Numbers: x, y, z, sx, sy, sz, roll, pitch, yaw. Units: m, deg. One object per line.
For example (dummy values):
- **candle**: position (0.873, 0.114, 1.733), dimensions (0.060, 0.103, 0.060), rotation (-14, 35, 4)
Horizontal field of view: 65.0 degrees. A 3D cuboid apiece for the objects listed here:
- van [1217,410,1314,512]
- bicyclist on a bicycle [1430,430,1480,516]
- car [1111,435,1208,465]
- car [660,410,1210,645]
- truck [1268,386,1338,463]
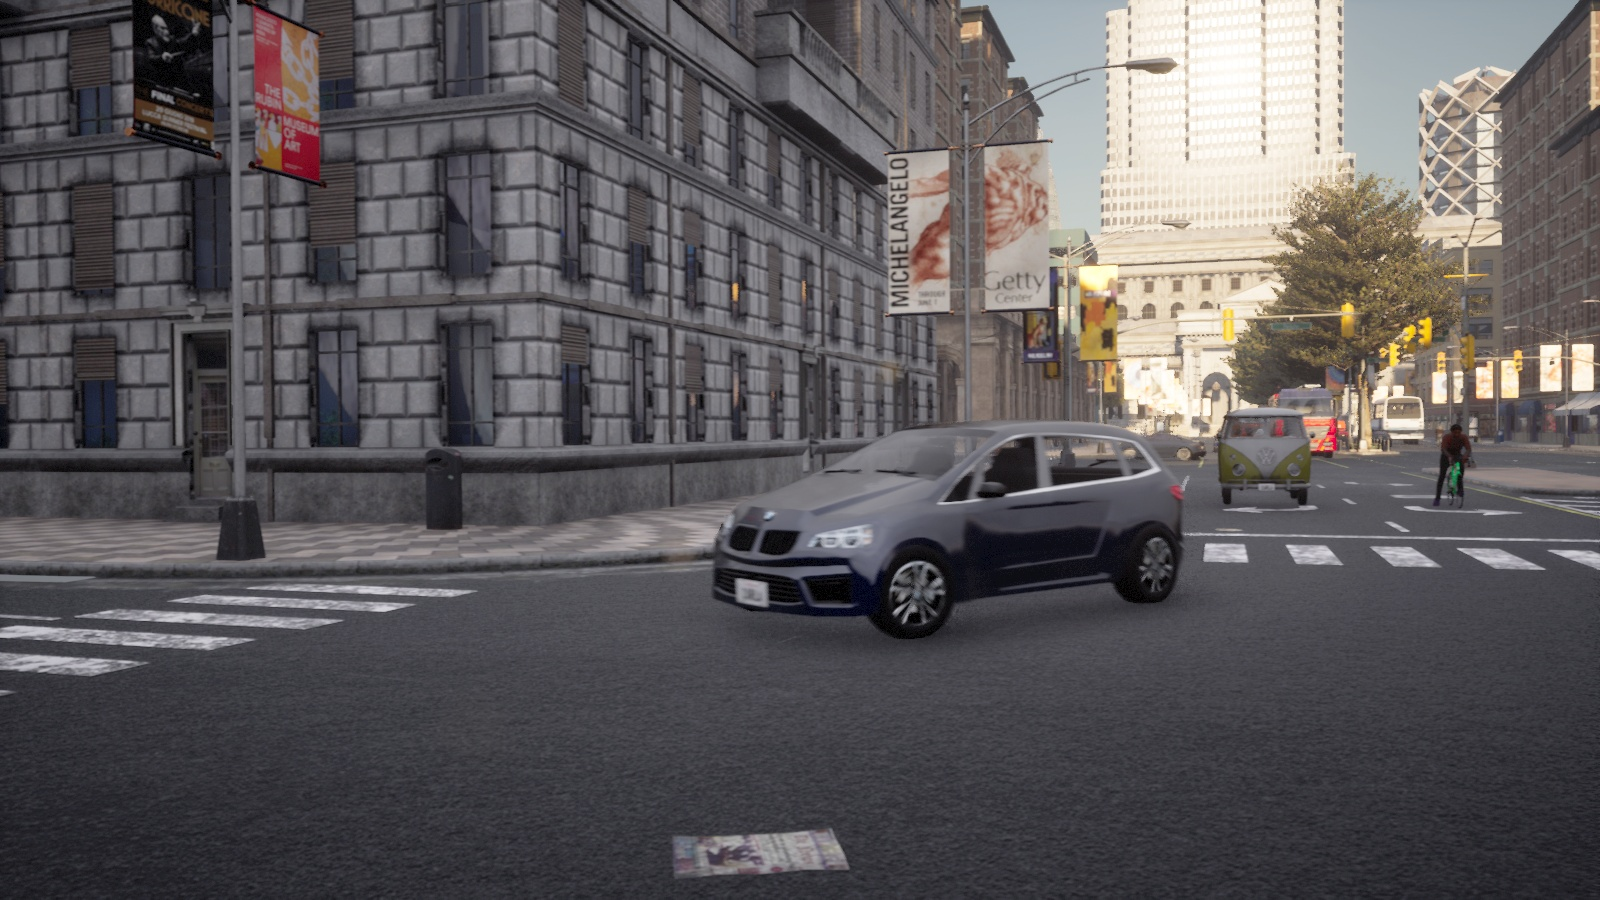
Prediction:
- **van**: position (9.905, 0.184, 26.968), dimensions (1.775, 1.987, 4.442), rotation (0, 1, 18)
- **bicyclist on a bicycle**: position (12.810, 0.417, 24.591), dimensions (0.582, 1.620, 1.656), rotation (0, 1, 18)
- **car**: position (17.652, -0.016, 61.760), dimensions (4.181, 1.385, 1.994), rotation (0, 1, 32)
- **car**: position (1.322, 0.510, 11.190), dimensions (4.611, 1.667, 2.242), rotation (-1, 1, -38)
- **truck**: position (26.610, -1.321, 66.765), dimensions (2.891, 3.827, 8.468), rotation (0, 1, 18)
